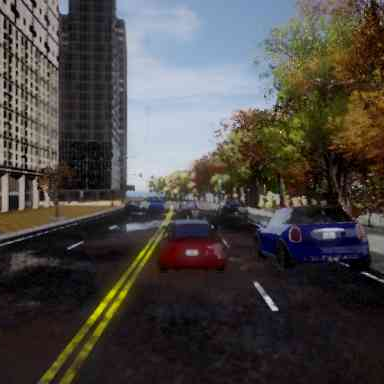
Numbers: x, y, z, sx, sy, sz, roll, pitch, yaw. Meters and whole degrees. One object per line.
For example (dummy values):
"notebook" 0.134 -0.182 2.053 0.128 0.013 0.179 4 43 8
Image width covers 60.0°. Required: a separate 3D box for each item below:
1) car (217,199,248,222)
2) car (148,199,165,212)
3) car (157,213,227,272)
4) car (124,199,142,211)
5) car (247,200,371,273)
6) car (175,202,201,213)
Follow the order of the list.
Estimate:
"car" 3.045 1.326 25.399 2.128 1.511 4.902 4 -2 -1
"car" -4.244 1.579 40.235 1.882 1.535 5.008 0 0 -2
"car" -0.010 1.589 10.879 1.994 1.385 4.181 0 0 0
"car" -7.630 1.659 43.357 2.033 1.411 5.357 0 0 -3
"car" 3.239 1.216 9.982 2.097 1.767 4.553 -2 -5 0
"car" -0.312 1.555 25.869 2.128 1.511 4.902 0 0 -1
